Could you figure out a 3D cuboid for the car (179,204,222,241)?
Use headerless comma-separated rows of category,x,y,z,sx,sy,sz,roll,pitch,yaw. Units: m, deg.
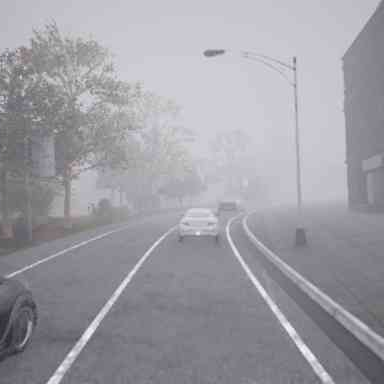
car,0.396,1.503,16.431,1.812,1.442,4.674,0,0,3

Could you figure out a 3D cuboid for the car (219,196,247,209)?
car,5.674,1.441,45.575,1.837,1.490,4.892,-3,-1,31

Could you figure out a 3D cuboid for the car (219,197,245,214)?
car,4.106,1.354,34.138,1.882,1.535,5.008,-2,0,19

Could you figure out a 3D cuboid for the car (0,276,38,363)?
car,-3.313,1.569,3.287,1.994,1.385,4.181,0,0,0
